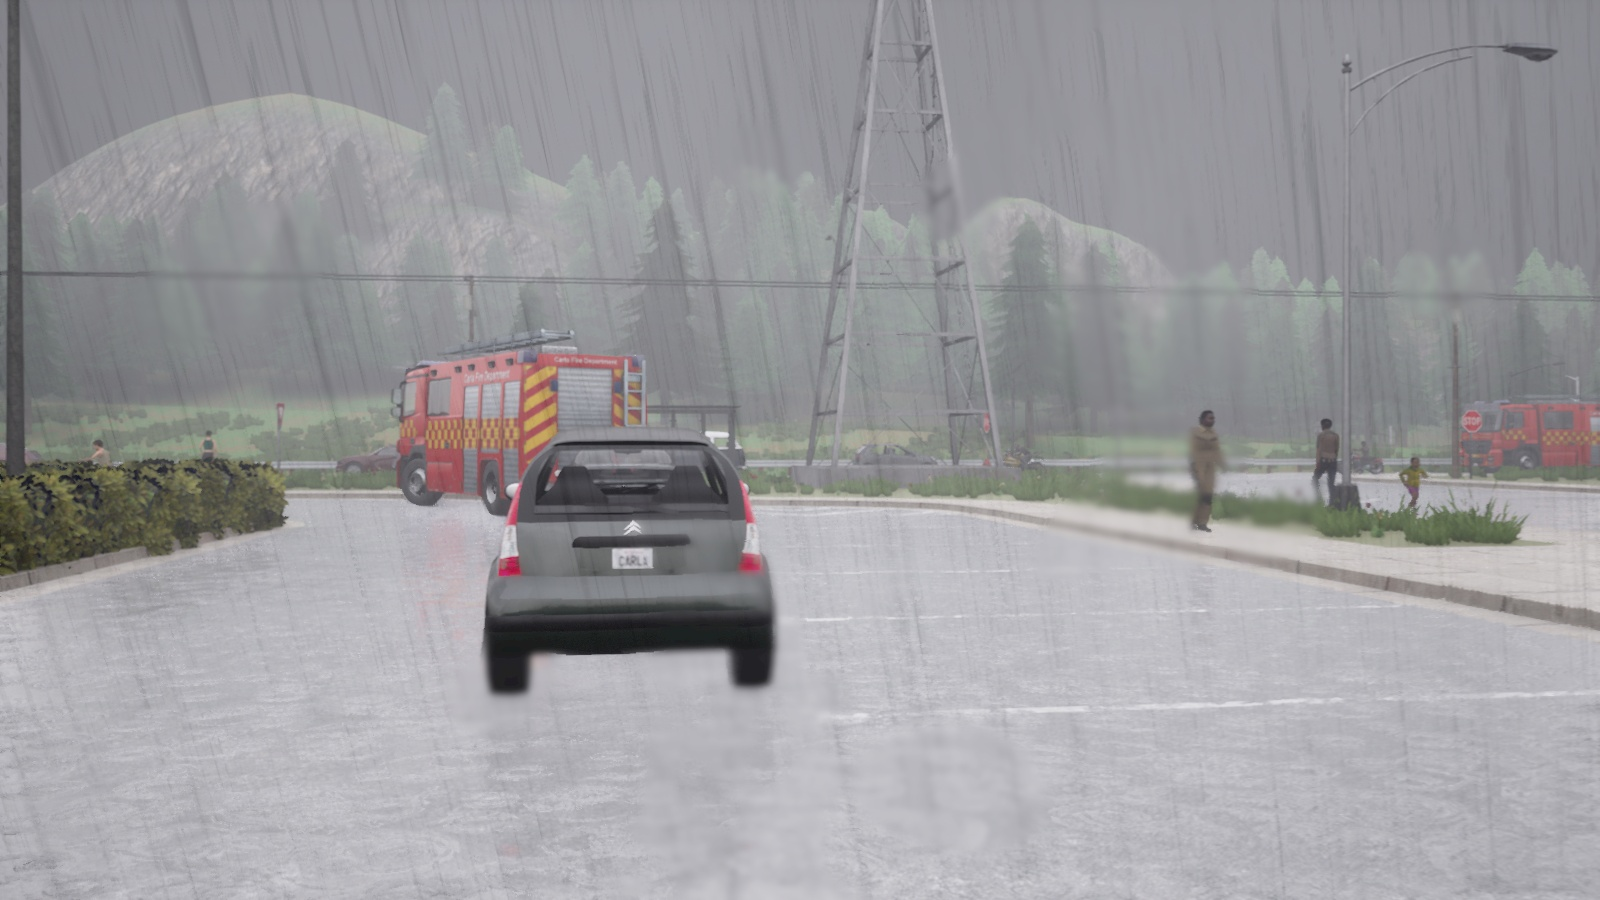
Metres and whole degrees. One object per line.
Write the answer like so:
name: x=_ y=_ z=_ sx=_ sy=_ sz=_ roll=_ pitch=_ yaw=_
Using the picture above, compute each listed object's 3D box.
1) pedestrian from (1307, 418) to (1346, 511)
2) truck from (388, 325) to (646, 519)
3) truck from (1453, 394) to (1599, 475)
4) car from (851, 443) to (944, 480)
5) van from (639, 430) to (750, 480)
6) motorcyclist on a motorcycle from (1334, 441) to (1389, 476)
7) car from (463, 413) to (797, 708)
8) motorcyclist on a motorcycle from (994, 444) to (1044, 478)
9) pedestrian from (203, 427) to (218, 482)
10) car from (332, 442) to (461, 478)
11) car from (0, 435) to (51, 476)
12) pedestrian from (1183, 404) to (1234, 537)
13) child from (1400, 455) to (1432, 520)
pedestrian: x=10.305 y=0.276 z=24.580 sx=0.328 sy=1.805 sz=0.869 roll=0 pitch=0 yaw=-5
truck: x=-6.840 y=-0.579 z=29.143 sx=2.891 sy=3.827 sz=8.468 roll=0 pitch=0 yaw=-35
truck: x=36.729 y=-0.725 z=61.336 sx=8.468 sy=3.827 sz=2.891 roll=0 pitch=0 yaw=-8
car: x=4.117 y=0.475 z=53.391 sx=3.633 sy=1.501 sz=1.845 roll=0 pitch=0 yaw=-8
van: x=-4.428 y=0.186 z=52.232 sx=4.480 sy=2.038 sz=2.069 roll=0 pitch=0 yaw=-8
motorcyclist on a motorcycle: x=26.804 y=0.391 z=59.998 sx=2.350 sy=1.649 sz=0.766 roll=0 pitch=0 yaw=-8
car: x=-1.216 y=0.595 z=9.000 sx=1.851 sy=1.617 sz=3.988 roll=0 pitch=0 yaw=-8
motorcyclist on a motorcycle: x=10.044 y=0.477 z=57.655 sx=2.191 sy=1.530 sz=0.866 roll=0 pitch=1 yaw=3
pedestrian: x=-19.948 y=0.160 z=42.473 sx=0.345 sy=1.836 sz=0.594 roll=0 pitch=0 yaw=-14
car: x=-17.285 y=0.422 z=54.022 sx=5.008 sy=1.535 sz=1.882 roll=0 pitch=0 yaw=-8
car: x=-34.068 y=0.224 z=51.746 sx=5.027 sy=1.651 sz=2.152 roll=0 pitch=0 yaw=-8
pedestrian: x=6.075 y=0.300 z=18.683 sx=0.396 sy=1.930 sz=0.692 roll=0 pitch=0 yaw=-16
child: x=11.151 y=0.666 z=22.736 sx=0.299 sy=1.160 sz=0.473 roll=0 pitch=0 yaw=-8
